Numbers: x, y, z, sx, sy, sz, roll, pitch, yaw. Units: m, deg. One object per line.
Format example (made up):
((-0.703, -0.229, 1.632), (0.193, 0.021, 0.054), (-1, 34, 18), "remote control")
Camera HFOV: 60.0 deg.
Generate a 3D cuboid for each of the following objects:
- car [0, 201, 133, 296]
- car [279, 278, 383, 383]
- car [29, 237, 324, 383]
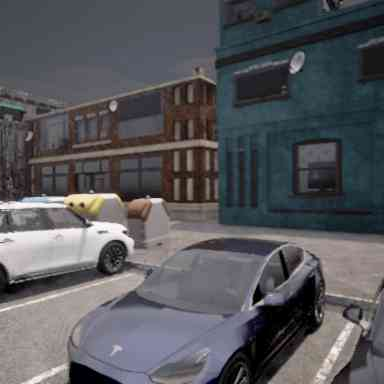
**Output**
((-3.981, 1.241, 8.179), (2.435, 2.045, 5.566), (0, 0, 35), "car")
((2.801, 1.509, 3.328), (2.163, 1.488, 4.792), (0, 0, 35), "car")
((0.531, 1.512, 4.929), (2.163, 1.488, 4.792), (0, 0, 35), "car")
